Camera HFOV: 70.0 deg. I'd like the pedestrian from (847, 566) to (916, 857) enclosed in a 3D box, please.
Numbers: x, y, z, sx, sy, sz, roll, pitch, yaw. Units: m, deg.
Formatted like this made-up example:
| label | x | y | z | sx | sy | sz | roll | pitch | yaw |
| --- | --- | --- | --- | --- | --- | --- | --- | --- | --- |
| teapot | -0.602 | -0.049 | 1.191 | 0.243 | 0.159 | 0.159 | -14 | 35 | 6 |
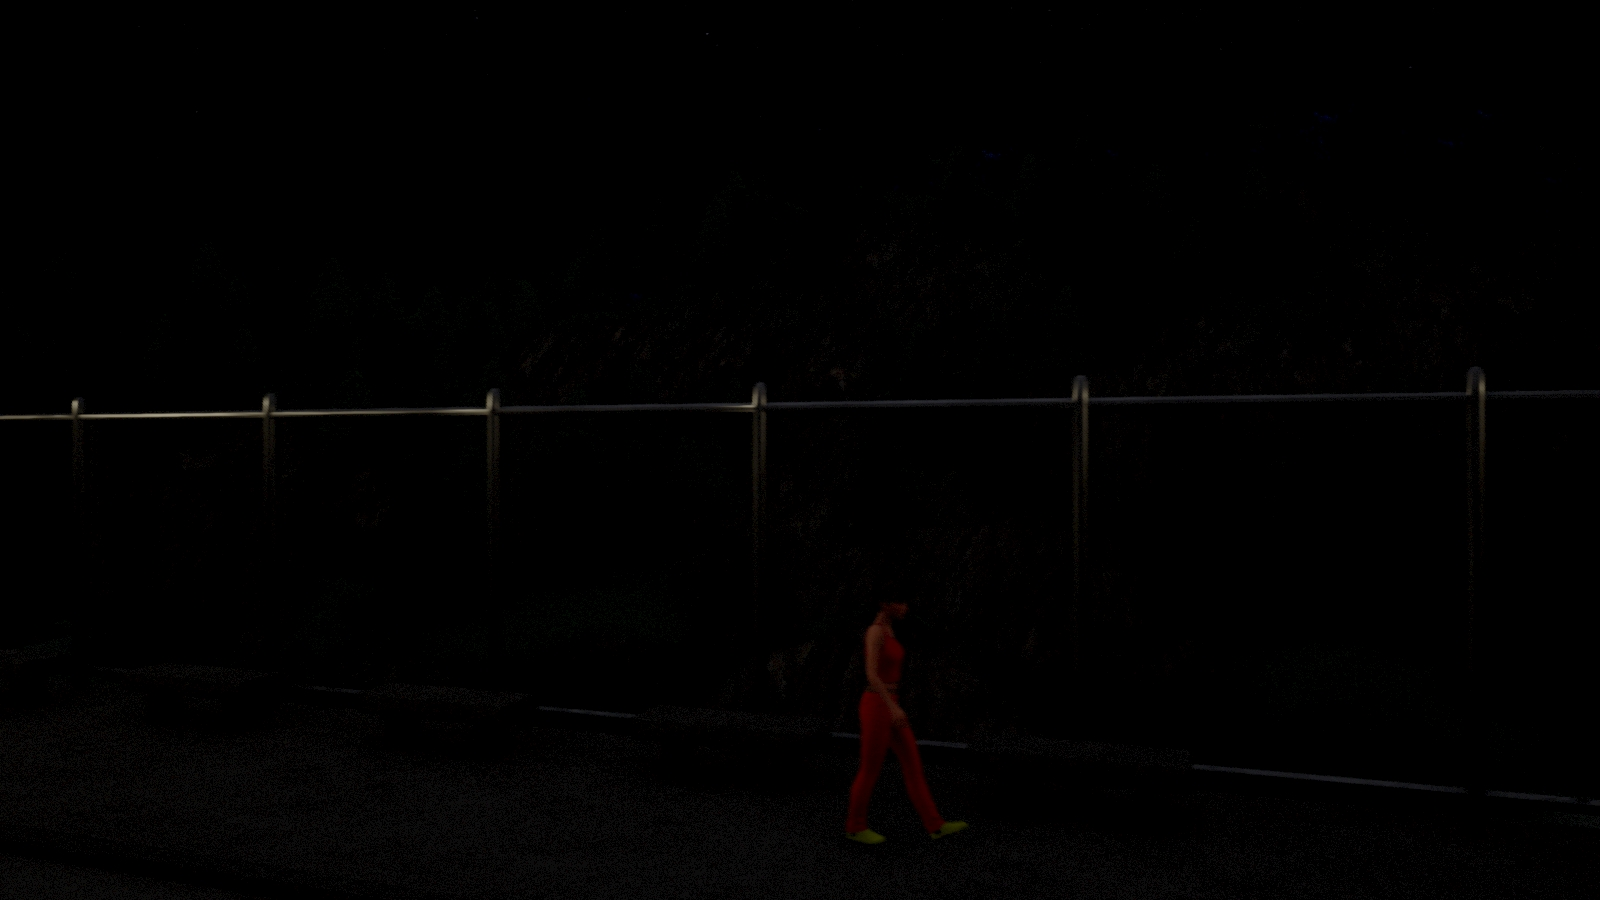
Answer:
| label | x | y | z | sx | sy | sz | roll | pitch | yaw |
| --- | --- | --- | --- | --- | --- | --- | --- | --- | --- |
| pedestrian | 0.556 | 1.744 | 7.749 | 0.375 | 1.860 | 0.375 | 0 | 0 | 20 |
